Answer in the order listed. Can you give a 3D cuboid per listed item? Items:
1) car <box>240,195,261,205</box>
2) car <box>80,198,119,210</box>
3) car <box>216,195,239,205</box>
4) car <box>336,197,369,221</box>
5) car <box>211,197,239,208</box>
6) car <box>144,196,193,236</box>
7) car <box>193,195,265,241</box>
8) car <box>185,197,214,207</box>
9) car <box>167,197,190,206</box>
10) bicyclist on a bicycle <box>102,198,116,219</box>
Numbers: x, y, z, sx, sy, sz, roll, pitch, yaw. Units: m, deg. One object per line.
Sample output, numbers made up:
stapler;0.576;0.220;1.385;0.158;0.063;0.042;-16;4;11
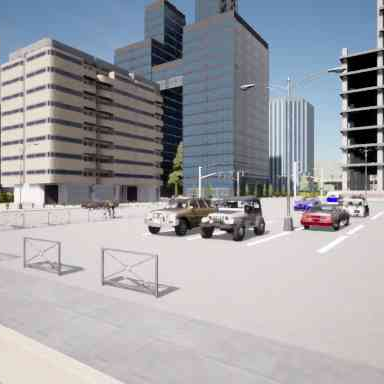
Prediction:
car;10.317;1.352;58.394;2.097;1.767;4.553;0;0;34
car;-12.103;1.547;44.070;2.033;1.411;5.357;0;0;34
car;6.281;1.352;58.820;2.097;1.767;4.553;0;0;34
car;14.033;1.395;28.634;1.970;1.475;3.806;0;0;34
car;5.060;1.547;50.513;2.033;1.411;5.357;0;0;33
car;-0.334;1.153;17.314;1.932;1.855;4.605;0;0;34
car;2.037;1.156;15.653;1.905;1.878;3.866;0;0;34
car;1.247;1.492;51.185;2.128;1.511;4.902;0;0;34
car;-2.300;1.602;58.574;1.994;1.385;4.181;0;0;34
bicyclist on a bicycle;-6.582;1.302;26.262;1.656;1.620;0.582;0;0;34
